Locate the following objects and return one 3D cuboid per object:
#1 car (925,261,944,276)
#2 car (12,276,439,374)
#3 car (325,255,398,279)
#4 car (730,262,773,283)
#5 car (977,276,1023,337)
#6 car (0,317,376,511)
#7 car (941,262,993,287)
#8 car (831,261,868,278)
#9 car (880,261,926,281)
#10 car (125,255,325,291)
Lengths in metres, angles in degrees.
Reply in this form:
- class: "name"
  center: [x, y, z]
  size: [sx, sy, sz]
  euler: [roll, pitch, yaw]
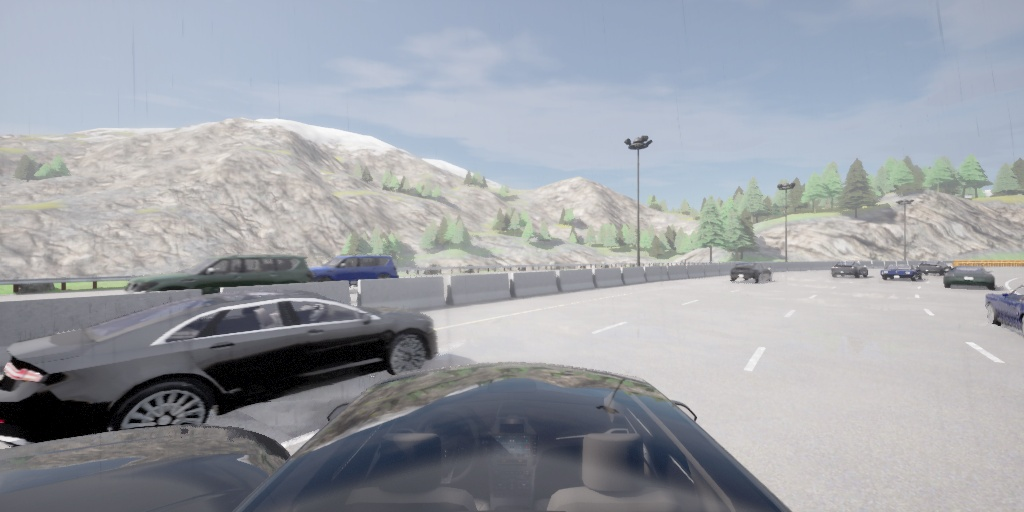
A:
- class: "car"
  center: [43.312, 1.241, 36.820]
  size: [4.902, 1.511, 2.128]
  euler: [0, 0, -31]
- class: "car"
  center: [-3.294, 1.242, 5.210]
  size: [2.128, 1.511, 4.902]
  euler: [0, 0, 38]
- class: "car"
  center: [-9.219, 0.971, 20.294]
  size: [2.150, 2.045, 5.566]
  euler: [0, 0, 41]
- class: "car"
  center: [18.658, 1.250, 27.902]
  size: [4.892, 1.490, 1.837]
  euler: [2, -1, -41]
- class: "car"
  center: [13.524, 1.350, 8.700]
  size: [1.895, 1.301, 4.718]
  euler: [0, 0, 43]
- class: "car"
  center: [-2.981, 1.255, 0.486]
  size: [4.892, 1.490, 1.837]
  euler: [0, 0, -45]
- class: "car"
  center: [29.386, 1.315, 23.079]
  size: [4.181, 1.385, 1.994]
  euler: [0, 0, -38]
- class: "car"
  center: [31.374, 1.241, 33.297]
  size: [4.902, 1.511, 2.128]
  euler: [0, 0, -35]
- class: "car"
  center: [32.307, 1.351, 29.687]
  size: [4.718, 1.301, 1.895]
  euler: [0, 0, -35]
- class: "car"
  center: [-10.448, 0.971, 13.372]
  size: [2.150, 2.045, 5.566]
  euler: [0, 0, 39]
